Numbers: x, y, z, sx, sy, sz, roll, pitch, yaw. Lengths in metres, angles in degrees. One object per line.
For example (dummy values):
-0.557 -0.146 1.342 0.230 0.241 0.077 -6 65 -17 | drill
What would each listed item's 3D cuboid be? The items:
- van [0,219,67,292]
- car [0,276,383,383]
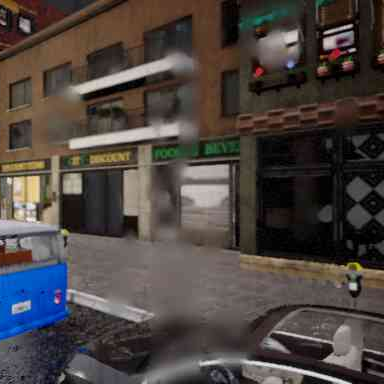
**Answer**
-3.827 1.332 5.610 3.998 1.788 1.690 0 0 35 | van
0.783 1.550 2.322 4.403 1.369 2.008 0 0 35 | car
